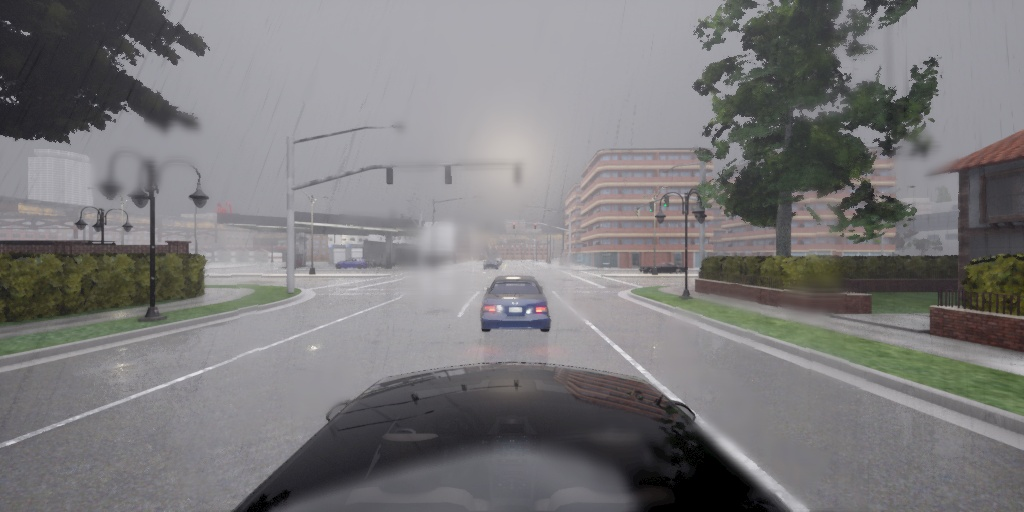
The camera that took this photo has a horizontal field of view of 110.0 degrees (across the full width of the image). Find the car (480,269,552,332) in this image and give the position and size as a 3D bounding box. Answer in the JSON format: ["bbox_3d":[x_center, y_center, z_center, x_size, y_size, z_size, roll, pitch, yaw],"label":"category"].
[{"bbox_3d":[0.098,1.297,10.844,2.033,1.411,5.357,0,0,0],"label":"car"}]

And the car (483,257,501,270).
[{"bbox_3d":[-3.102,1.102,53.604,2.097,1.767,4.553,0,0,0],"label":"car"}]

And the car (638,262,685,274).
[{"bbox_3d":[16.329,1.351,38.893,4.718,1.301,1.895,0,0,-3],"label":"car"}]

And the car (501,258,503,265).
[{"bbox_3d":[-3.154,1.314,63.106,1.994,1.385,4.181,0,0,0],"label":"car"}]

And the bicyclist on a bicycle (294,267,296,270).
[{"bbox_3d":[-29.016,1.180,47.116,0.582,1.620,1.656,-10,5,0],"label":"bicyclist on a bicycle"}]
